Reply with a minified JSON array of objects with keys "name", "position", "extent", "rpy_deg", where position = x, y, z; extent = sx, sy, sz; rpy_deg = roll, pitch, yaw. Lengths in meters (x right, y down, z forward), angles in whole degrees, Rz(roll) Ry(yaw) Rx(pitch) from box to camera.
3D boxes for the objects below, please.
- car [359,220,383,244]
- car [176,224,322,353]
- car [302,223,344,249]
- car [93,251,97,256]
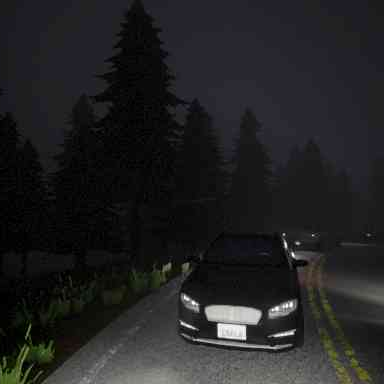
[{"name":"car","position":[15.773,3.219,26.423],"extent":[5.566,2.045,2.150],"rpy_deg":[8,-8,-28]},{"name":"car","position":[1.129,1.561,6.581],"extent":[2.128,1.511,4.902],"rpy_deg":[-1,-2,15]},{"name":"car","position":[6.466,2.305,17.644],"extent":[1.895,1.301,4.718],"rpy_deg":[-3,-6,39]},{"name":"car","position":[-20.298,13.650,72.940],"extent":[4.181,1.381,1.994],"rpy_deg":[-2,-5,31]}]
